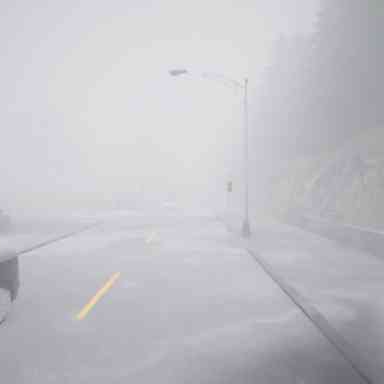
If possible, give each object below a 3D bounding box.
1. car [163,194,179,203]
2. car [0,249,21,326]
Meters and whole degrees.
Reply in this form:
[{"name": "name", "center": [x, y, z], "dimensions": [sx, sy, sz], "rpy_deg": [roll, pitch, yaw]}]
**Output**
[{"name": "car", "center": [-3.990, 1.232, 58.633], "dimensions": [2.128, 1.511, 4.902], "rpy_deg": [0, 1, 0]}, {"name": "car", "center": [-4.090, 1.457, 4.072], "dimensions": [1.882, 1.535, 5.008], "rpy_deg": [0, 0, 0]}]
